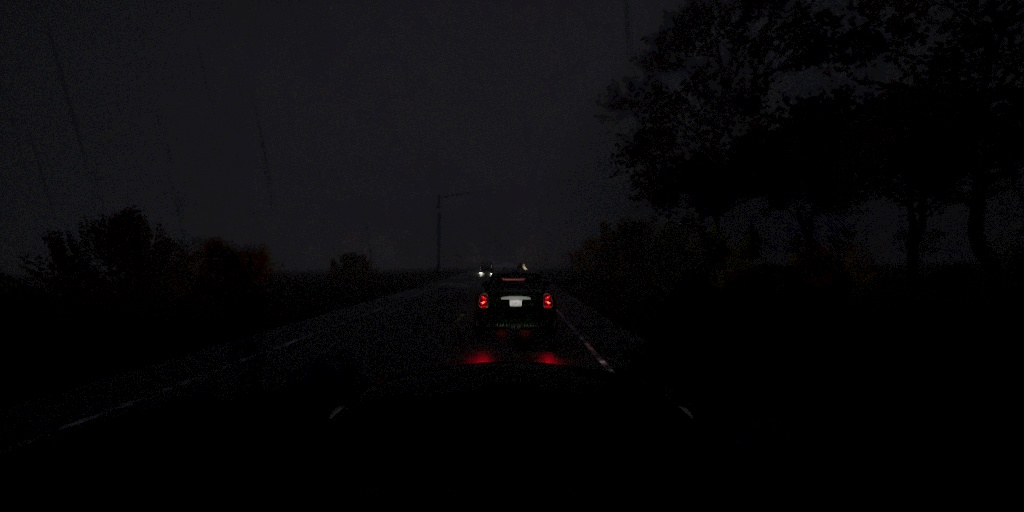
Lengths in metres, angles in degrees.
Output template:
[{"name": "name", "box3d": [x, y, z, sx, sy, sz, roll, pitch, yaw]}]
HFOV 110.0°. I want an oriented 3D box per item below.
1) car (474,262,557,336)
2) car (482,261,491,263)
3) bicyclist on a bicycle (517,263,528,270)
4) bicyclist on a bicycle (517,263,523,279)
[{"name": "car", "box3d": [0.090, 1.184, 10.847, 2.097, 1.767, 4.553, 0, 0, 0]}, {"name": "car", "box3d": [-3.859, 1.577, 54.755, 2.097, 1.767, 4.553, 0, 0, 0]}, {"name": "bicyclist on a bicycle", "box3d": [0.903, 1.412, 27.080, 0.866, 1.612, 1.509, 0, 0, 0]}, {"name": "bicyclist on a bicycle", "box3d": [0.846, 1.519, 37.197, 0.582, 1.620, 1.656, 0, -1, 0]}]
